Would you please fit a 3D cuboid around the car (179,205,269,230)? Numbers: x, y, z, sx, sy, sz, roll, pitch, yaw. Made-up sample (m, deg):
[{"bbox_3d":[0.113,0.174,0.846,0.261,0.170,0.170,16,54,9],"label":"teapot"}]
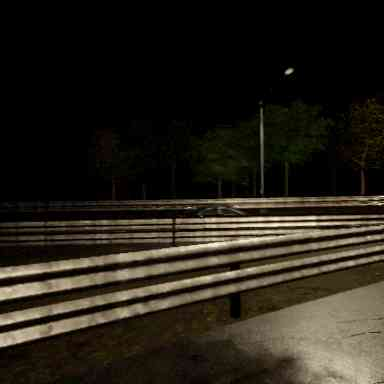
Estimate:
[{"bbox_3d":[1.663,1.467,17.892,4.902,1.511,2.128,-1,1,-5],"label":"car"}]
